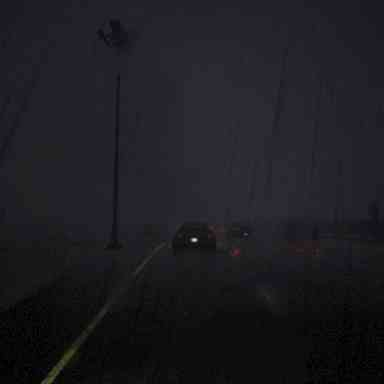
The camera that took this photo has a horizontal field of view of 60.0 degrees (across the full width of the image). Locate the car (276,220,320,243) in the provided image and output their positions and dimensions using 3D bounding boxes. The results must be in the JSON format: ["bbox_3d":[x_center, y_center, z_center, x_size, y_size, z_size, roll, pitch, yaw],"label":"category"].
[{"bbox_3d":[7.099,2.663,22.812,2.128,1.511,4.902,0,-6,0],"label":"car"}]

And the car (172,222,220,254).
[{"bbox_3d":[0.100,2.175,16.274,1.994,1.385,4.181,0,-4,0],"label":"car"}]

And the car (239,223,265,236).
[{"bbox_3d":[7.098,4.518,39.908,2.033,1.411,5.357,0,-6,0],"label":"car"}]

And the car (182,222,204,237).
[{"bbox_3d":[0.099,3.939,34.959,2.128,1.511,4.902,0,-6,0],"label":"car"}]

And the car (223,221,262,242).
[{"bbox_3d":[3.599,2.885,24.665,1.812,1.442,4.674,0,-6,0],"label":"car"}]

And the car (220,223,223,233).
[{"bbox_3d":[3.599,4.679,42.097,1.882,1.535,5.008,0,-6,0],"label":"car"}]
